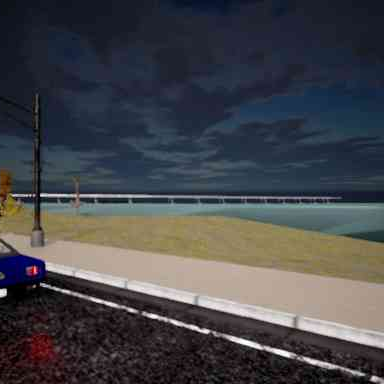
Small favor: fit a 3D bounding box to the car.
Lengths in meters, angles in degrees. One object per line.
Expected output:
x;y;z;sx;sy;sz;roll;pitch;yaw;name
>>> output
-5.442;1.646;7.566;4.718;1.301;1.895;0;0;35;car
